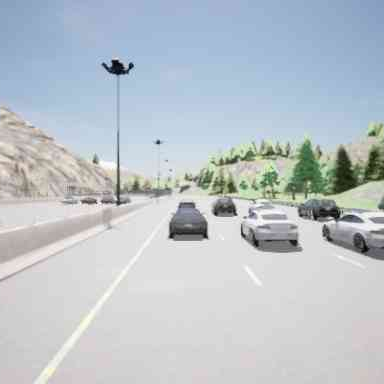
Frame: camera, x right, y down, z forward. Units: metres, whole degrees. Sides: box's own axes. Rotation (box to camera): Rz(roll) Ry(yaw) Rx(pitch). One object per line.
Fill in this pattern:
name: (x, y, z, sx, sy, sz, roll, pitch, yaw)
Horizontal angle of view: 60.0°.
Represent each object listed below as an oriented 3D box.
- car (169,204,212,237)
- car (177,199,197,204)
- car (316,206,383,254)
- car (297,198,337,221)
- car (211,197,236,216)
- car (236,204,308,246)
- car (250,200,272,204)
car: (-0.195, 1.539, 17.700, 1.994, 1.385, 4.181, 0, 0, -1)
car: (-0.507, 1.442, 35.355, 2.128, 1.511, 4.902, 0, 0, -1)
car: (6.883, 1.493, 13.255, 1.812, 1.442, 4.674, 0, 0, -1)
car: (10.143, 1.293, 26.981, 2.097, 1.767, 4.553, 0, 0, -1)
car: (3.045, 1.299, 32.444, 2.097, 1.767, 4.553, 0, 0, -1)
car: (3.354, 1.497, 14.936, 1.812, 1.442, 4.674, 0, 0, -1)
car: (6.566, 1.467, 31.369, 1.812, 1.442, 4.674, 0, 0, -1)
